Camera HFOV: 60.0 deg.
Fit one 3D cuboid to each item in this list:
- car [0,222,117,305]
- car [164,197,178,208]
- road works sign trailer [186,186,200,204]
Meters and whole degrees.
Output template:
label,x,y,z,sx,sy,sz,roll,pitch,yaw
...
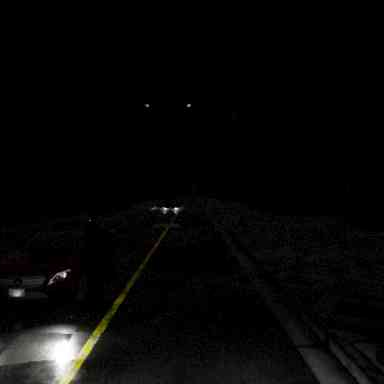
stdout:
label,x,y,z,sx,sy,sz,roll,pitch,yaw
car,-3.102,1.522,8.219,1.812,1.442,4.674,0,0,0
car,-3.095,1.498,49.400,1.882,1.535,5.008,0,0,0
road works sign trailer,-0.020,0.528,66.329,2.380,3.560,2.880,0,0,0
